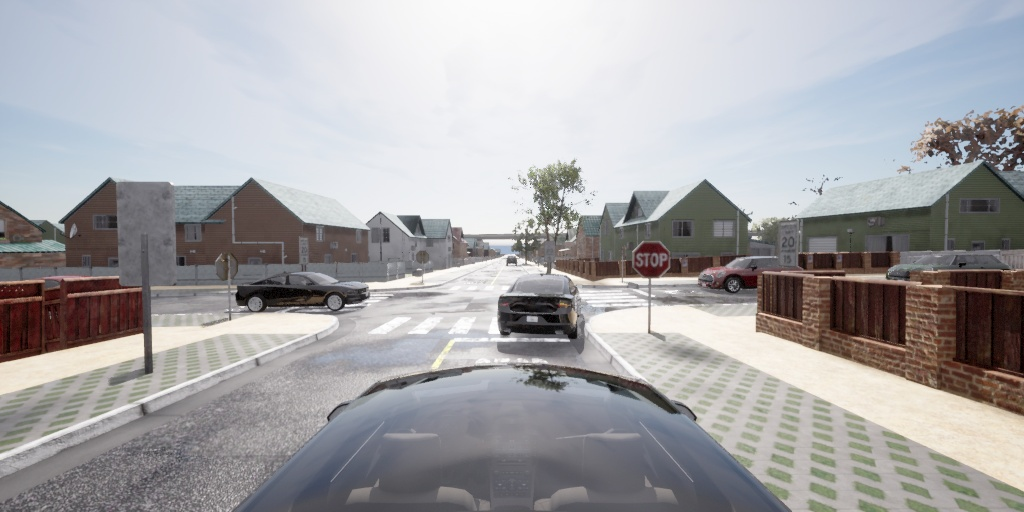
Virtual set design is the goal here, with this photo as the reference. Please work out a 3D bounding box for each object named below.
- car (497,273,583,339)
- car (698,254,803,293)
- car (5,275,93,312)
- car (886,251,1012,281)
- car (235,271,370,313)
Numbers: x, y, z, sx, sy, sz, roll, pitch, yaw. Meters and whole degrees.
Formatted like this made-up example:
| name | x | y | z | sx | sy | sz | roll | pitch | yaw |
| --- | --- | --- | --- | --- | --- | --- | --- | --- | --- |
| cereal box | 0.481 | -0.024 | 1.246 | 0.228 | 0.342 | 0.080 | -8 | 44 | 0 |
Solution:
| name | x | y | z | sx | sy | sz | roll | pitch | yaw |
| --- | --- | --- | --- | --- | --- | --- | --- | --- | --- |
| car | 0.953 | 1.224 | 10.232 | 1.882 | 1.535 | 5.008 | 0 | 0 | 12 |
| car | 11.796 | 0.820 | 17.848 | 4.553 | 1.767 | 2.097 | -1 | 2 | 0 |
| car | -18.029 | 1.547 | 14.683 | 5.008 | 1.535 | 1.882 | -1 | 2 | 0 |
| car | 21.691 | 0.646 | 17.926 | 4.553 | 1.767 | 2.097 | -1 | 2 | 0 |
| car | -8.477 | 1.377 | 14.752 | 5.008 | 1.535 | 1.882 | -1 | 2 | 0 |
